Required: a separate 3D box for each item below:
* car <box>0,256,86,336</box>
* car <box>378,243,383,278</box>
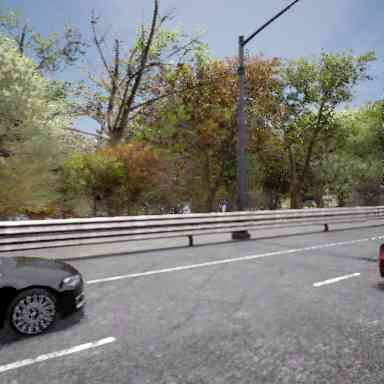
[{"bbox_3d":[-4.183,1.522,5.073,4.902,1.511,2.128,0,0,-36],"label":"car"},{"bbox_3d":[6.790,1.539,8.612,5.008,1.535,1.882,0,0,-36],"label":"car"}]
